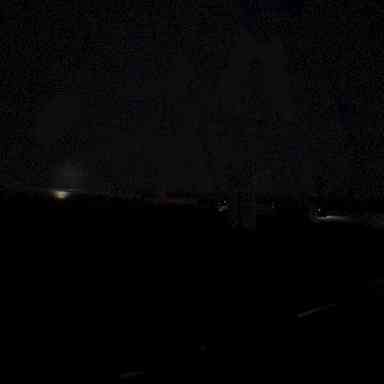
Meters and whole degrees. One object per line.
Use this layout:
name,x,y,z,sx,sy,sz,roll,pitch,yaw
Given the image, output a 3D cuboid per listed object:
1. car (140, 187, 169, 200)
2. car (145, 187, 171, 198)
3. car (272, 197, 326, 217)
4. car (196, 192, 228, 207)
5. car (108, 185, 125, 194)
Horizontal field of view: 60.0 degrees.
car,-5.539,0.232,46.393,2.128,1.511,4.902,-3,4,-35
car,-5.328,-0.010,51.167,1.837,1.490,4.892,-3,4,-35
car,8.450,1.100,26.582,1.994,1.385,4.181,-3,4,-34
car,2.206,0.739,35.406,1.994,1.385,4.181,-3,4,-35
car,-14.656,-0.489,64.367,1.837,1.490,4.892,-3,3,-35
